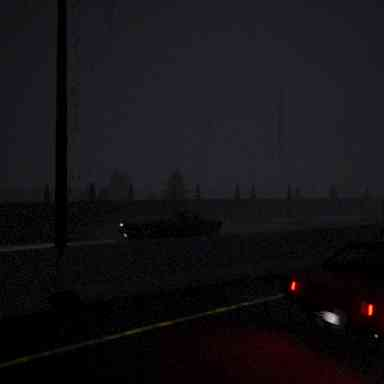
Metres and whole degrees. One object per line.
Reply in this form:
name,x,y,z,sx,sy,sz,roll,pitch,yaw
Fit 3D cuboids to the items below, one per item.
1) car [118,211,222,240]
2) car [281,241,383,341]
car,-0.994,1.572,15.618,4.718,1.301,1.895,0,0,-31
car,3.977,1.591,6.123,4.718,1.301,1.895,0,0,-31
